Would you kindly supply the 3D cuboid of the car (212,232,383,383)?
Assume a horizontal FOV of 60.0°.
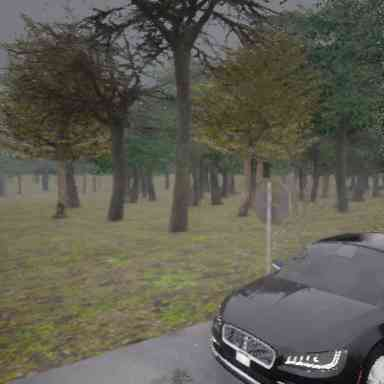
[{"bbox_3d":[2.498,1.433,4.820,4.892,1.490,1.837,-1,3,-36],"label":"car"}]
